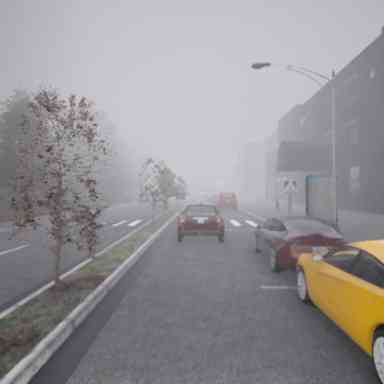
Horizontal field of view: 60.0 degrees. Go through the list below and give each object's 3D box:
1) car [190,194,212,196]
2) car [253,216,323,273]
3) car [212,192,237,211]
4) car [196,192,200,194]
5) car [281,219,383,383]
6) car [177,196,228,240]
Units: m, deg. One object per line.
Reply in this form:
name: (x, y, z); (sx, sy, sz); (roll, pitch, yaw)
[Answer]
car: (0.876, 1.316, 34.580); (1.882, 1.535, 5.008); (0, 0, 1)
car: (3.210, 1.469, 10.572); (2.163, 1.488, 4.792); (0, 0, 1)
car: (3.921, 1.051, 38.287); (2.435, 2.045, 5.566); (0, 0, 1)
car: (3.126, 0.946, 93.922); (2.231, 1.521, 4.892); (0, 0, -4)
car: (3.094, 1.463, 5.074); (2.097, 1.535, 5.008); (0, 0, 1)
car: (0.425, 1.281, 16.547); (2.097, 1.767, 4.553); (0, 0, 1)
